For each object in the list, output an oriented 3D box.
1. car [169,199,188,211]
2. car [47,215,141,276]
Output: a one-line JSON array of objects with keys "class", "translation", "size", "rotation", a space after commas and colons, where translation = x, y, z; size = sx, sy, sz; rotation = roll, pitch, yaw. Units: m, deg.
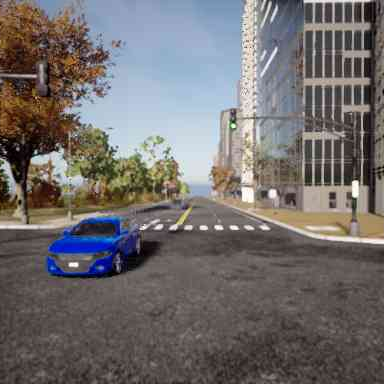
[{"class": "car", "translation": [-2.117, 1.781, 48.843], "size": [2.097, 1.767, 4.553], "rotation": [0, -1, 1]}, {"class": "car", "translation": [-2.948, 1.573, 10.924], "size": [1.882, 1.535, 5.008], "rotation": [0, 0, 1]}]
